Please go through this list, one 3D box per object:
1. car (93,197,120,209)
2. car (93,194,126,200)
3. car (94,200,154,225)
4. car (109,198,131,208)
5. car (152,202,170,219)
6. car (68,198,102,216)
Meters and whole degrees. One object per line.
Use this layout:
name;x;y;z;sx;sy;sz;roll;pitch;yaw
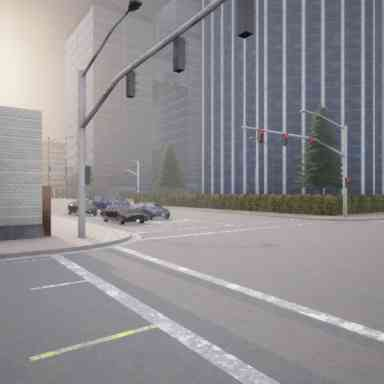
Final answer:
car;-12.198;1.547;47.172;2.128;1.511;4.902;0;0;-36
car;-9.368;1.277;36.922;2.150;2.045;5.566;0;0;-36
car;-5.299;1.603;25.237;2.033;1.411;5.357;0;0;-36
car;-11.270;1.619;51.878;1.994;1.385;4.181;0;0;-36
car;-3.705;1.581;29.051;1.812;1.442;4.674;0;0;-36
car;-10.970;1.560;33.146;1.837;1.490;4.892;0;0;-36
